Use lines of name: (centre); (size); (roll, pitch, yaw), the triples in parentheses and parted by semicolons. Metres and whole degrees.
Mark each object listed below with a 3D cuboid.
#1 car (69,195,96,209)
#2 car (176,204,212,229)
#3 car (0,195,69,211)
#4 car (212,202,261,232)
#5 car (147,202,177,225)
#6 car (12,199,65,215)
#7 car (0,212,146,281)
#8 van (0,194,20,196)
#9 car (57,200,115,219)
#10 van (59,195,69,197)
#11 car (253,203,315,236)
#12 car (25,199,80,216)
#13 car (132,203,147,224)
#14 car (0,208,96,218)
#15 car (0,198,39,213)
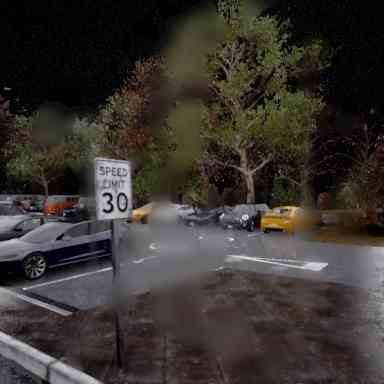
car: (-7.526, 1.300, 29.524); (2.435, 2.045, 5.566); (0, 0, 36)
car: (1.408, 1.618, 22.972); (2.163, 1.488, 4.792); (0, 0, 36)
car: (-8.490, 1.335, 14.065); (2.435, 2.045, 5.566); (0, 0, 36)
car: (3.585, 1.471, 21.467); (2.185, 1.767, 4.553); (0, 0, 36)
car: (-0.819, 1.619, 24.620); (2.002, 1.452, 4.674); (0, 0, 36)
car: (-16.490, 1.563, 36.028); (2.163, 1.488, 4.792); (0, 0, 36)
car: (-4.031, 1.635, 10.758); (2.163, 1.488, 4.792); (0, 0, 36)
van: (-18.799, 1.317, 37.533); (1.878, 1.987, 4.442); (0, 0, 36)
car: (-9.802, 1.571, 31.105); (2.163, 1.488, 4.792); (0, 0, 36)
van: (-12.059, 1.309, 32.921); (1.878, 1.987, 4.442); (0, 0, 36)
car: (5.807, 1.606, 19.811); (2.097, 1.535, 5.008); (0, 0, 36)
car: (-14.353, 1.561, 34.478); (2.163, 1.488, 4.792); (0, 0, 36)
car: (-3.168, 1.567, 26.099); (1.946, 1.575, 5.366); (0, 0, 36)
car: (-6.257, 1.596, 12.417); (2.097, 1.535, 5.008); (0, 0, 36)
car: (-20.986, 1.554, 39.260); (2.097, 1.535, 5.008); (0, 0, 36)
